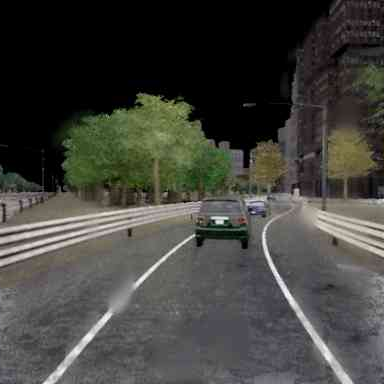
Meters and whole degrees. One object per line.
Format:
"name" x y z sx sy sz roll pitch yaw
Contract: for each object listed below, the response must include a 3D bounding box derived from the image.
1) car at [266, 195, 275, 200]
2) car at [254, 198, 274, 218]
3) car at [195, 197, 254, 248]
"car" 20.980 1.498 88.521 1.812 1.442 4.674 0 0 3
"car" 6.061 1.552 30.438 1.812 1.442 4.674 0 0 21
"car" 1.560 1.228 15.212 2.150 2.045 5.566 0 0 11
